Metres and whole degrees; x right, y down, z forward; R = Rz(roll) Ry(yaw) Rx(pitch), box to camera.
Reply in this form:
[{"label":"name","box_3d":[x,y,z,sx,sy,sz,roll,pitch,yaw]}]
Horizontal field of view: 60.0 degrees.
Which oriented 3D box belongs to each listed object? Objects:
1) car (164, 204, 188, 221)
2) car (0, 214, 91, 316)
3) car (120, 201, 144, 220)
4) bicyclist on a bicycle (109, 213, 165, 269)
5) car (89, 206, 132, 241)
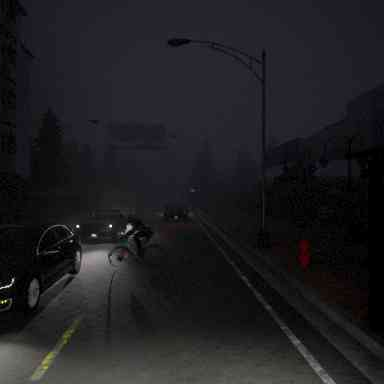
[{"label":"car","box_3d":[-1.330,1.600,27.389,1.895,1.301,4.718,0,0,-3]},{"label":"car","box_3d":[-3.943,1.505,7.647,1.837,1.490,4.892,0,0,-3]},{"label":"car","box_3d":[-4.962,1.491,26.739,2.128,1.511,4.902,0,0,-3]},{"label":"bicyclist on a bicycle","box_3d":[-1.626,1.452,9.759,1.656,1.620,0.582,-2,0,-3]},{"label":"car","box_3d":[-4.450,1.601,16.893,1.895,1.301,4.718,0,0,-3]}]
